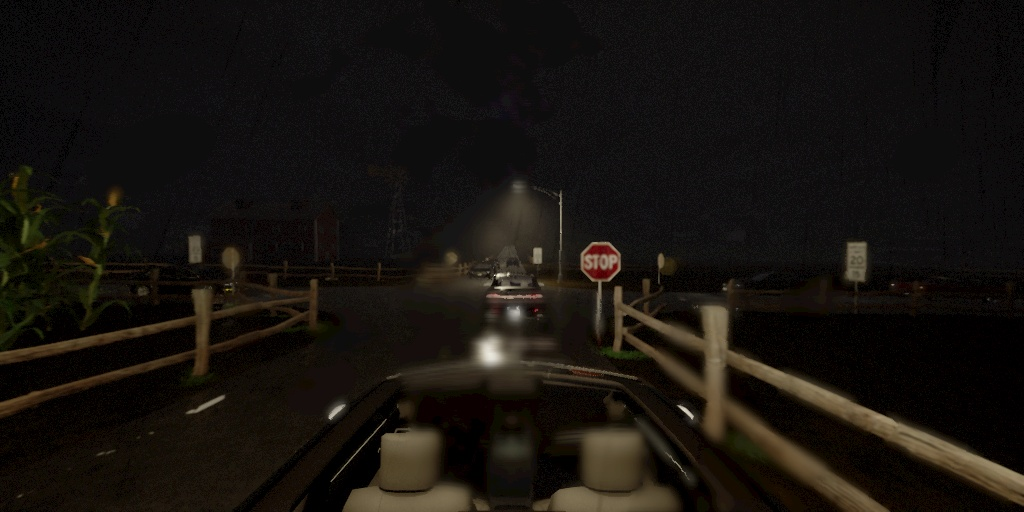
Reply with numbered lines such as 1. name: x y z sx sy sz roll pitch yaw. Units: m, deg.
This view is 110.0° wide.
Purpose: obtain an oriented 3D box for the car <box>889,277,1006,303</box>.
1. car: 24.039 1.836 19.857 4.718 1.301 1.895 1 1 0

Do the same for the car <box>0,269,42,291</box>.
1. car: -25.333 1.040 17.088 5.008 1.535 1.882 1 1 0

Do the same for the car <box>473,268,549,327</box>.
1. car: 0.105 1.304 11.731 2.128 1.511 4.902 0 0 0

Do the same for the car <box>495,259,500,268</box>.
1. car: -2.817 1.347 44.378 1.837 1.490 4.892 0 1 0

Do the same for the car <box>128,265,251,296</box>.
1. car: -15.239 1.199 17.102 4.892 1.490 1.837 1 1 -2

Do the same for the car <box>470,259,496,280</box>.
1. car: -2.829 1.386 34.302 1.882 1.535 5.008 0 0 0

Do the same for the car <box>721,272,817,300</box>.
1. car: 14.177 1.599 19.889 4.674 1.442 1.812 1 1 0

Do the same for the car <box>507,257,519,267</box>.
1. car: 0.124 0.894 62.587 2.097 1.767 4.553 0 1 0
